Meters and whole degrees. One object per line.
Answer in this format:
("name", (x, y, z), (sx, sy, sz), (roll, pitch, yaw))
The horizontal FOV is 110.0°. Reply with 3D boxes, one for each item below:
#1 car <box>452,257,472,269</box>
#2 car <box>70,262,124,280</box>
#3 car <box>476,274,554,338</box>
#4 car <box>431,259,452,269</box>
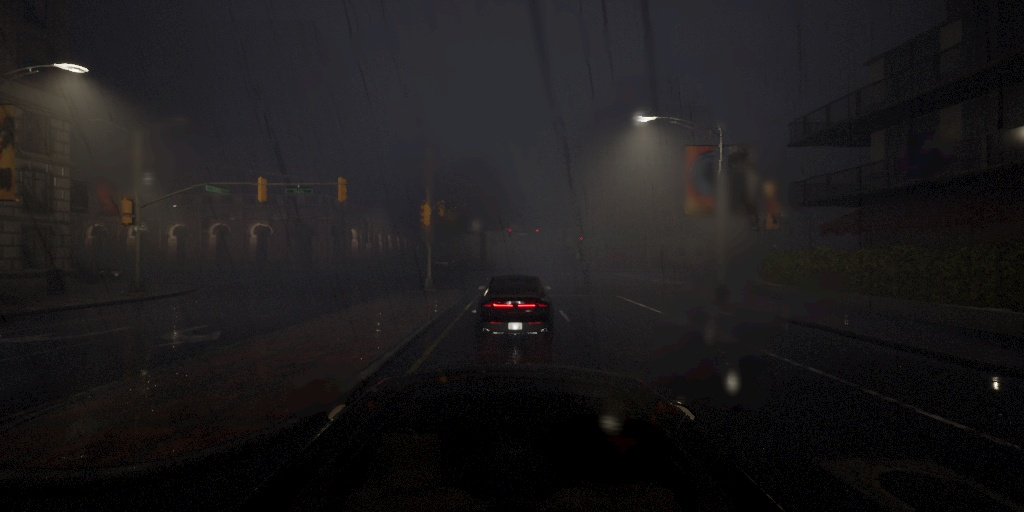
("car", (-8.040, 1.273, 58.302), (1.812, 1.442, 4.674), (0, 0, 0))
("car", (-33.895, 1.240, 28.511), (4.902, 1.511, 2.128), (0, 0, 0))
("car", (0.079, 1.254, 10.104), (1.837, 1.490, 4.892), (0, 0, 0))
("car", (-11.531, 1.273, 58.528), (1.812, 1.442, 4.674), (0, 0, 0))
